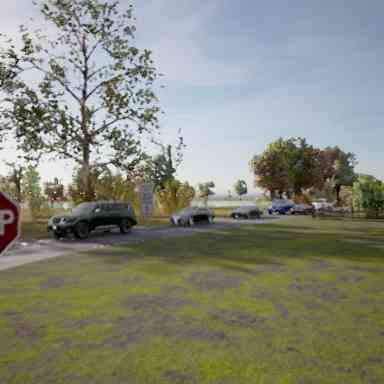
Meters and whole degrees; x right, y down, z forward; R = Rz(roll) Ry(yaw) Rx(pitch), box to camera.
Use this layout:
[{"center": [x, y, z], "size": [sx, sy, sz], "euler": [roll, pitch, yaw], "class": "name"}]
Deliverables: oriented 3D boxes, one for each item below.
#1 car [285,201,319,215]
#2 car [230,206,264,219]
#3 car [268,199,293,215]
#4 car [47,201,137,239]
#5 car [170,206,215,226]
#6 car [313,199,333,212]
[{"center": [14.605, 2.305, 43.920], "size": [2.033, 1.411, 5.357], "euler": [-2, -2, 36], "class": "car"}, {"center": [6.193, 2.212, 36.967], "size": [2.033, 1.411, 5.357], "euler": [-2, -2, 35], "class": "car"}, {"center": [12.323, 2.046, 45.619], "size": [2.150, 2.045, 5.566], "euler": [-2, -2, 36], "class": "car"}, {"center": [-5.748, 1.576, 19.965], "size": [2.150, 2.045, 5.566], "euler": [-2, -2, 34], "class": "car"}, {"center": [0.109, 1.997, 28.319], "size": [2.128, 1.511, 4.902], "euler": [-2, -2, 35], "class": "car"}, {"center": [20.556, 2.140, 52.495], "size": [2.150, 2.045, 5.566], "euler": [-2, -2, 35], "class": "car"}]
